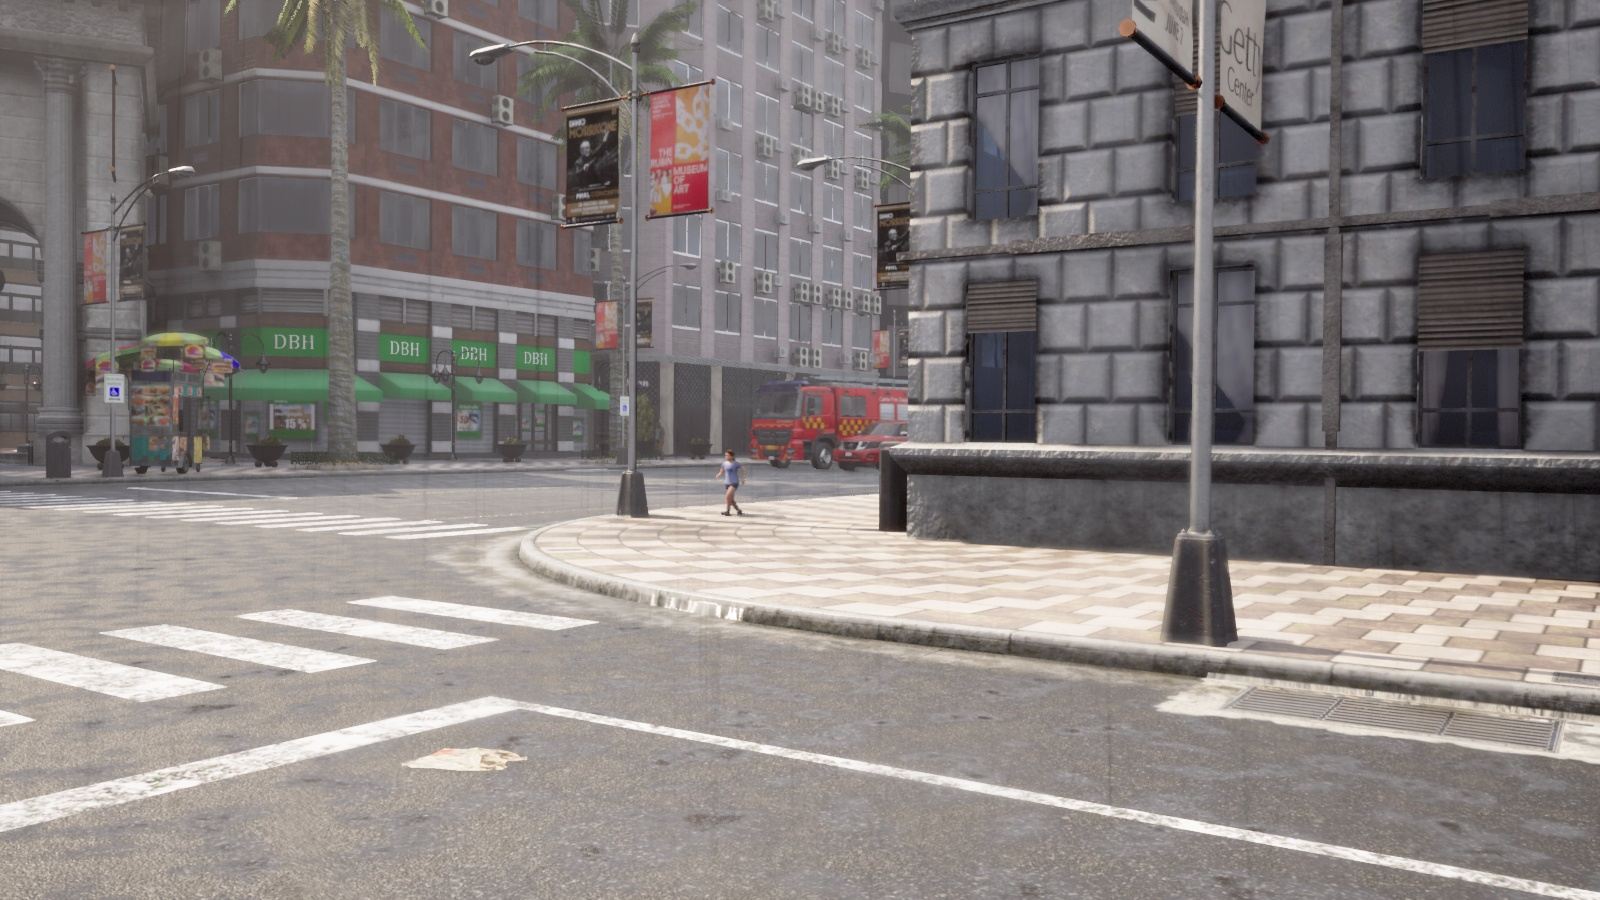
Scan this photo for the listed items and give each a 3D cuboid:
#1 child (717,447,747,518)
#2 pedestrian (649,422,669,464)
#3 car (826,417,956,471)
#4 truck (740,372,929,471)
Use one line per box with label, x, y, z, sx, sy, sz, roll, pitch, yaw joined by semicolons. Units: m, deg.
child;-1.074;0.507;19.845;0.255;1.110;0.394;0;1;41
pedestrian;-6.327;-0.323;56.281;0.694;1.848;0.540;-1;1;-36
car;3.679;-0.263;49.844;2.150;2.045;5.566;0;1;42
truck;1.595;-1.168;52.779;2.891;3.827;8.468;0;1;44
